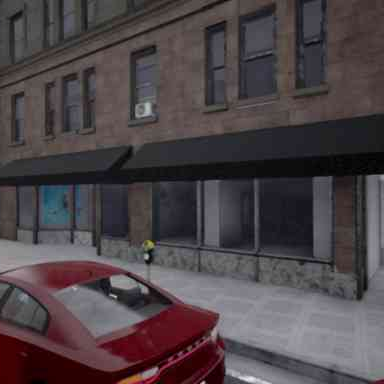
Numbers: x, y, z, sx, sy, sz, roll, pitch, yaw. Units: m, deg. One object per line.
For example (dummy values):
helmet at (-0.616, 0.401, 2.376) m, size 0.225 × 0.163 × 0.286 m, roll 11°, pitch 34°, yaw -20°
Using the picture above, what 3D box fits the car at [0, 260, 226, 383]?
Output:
car at (-1.762, 1.543, 4.107) m, size 4.507 × 1.381 × 1.887 m, roll 0°, pitch 0°, yaw 35°

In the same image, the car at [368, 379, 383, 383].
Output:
car at (2.714, 1.545, 0.926) m, size 4.507 × 1.381 × 1.887 m, roll 0°, pitch 0°, yaw 35°
